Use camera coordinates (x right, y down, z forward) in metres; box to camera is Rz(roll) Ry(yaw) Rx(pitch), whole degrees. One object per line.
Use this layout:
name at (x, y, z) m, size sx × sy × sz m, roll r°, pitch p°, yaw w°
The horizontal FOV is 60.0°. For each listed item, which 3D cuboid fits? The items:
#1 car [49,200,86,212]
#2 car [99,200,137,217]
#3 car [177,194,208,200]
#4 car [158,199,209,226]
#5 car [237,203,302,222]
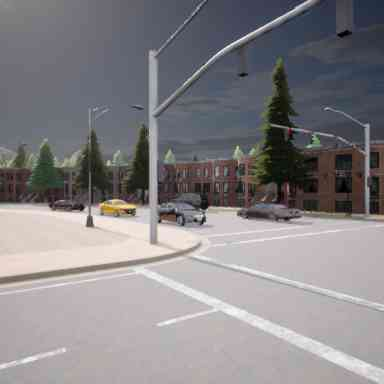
car at (-14.392, 1.601, 38.376) m, size 4.718 × 1.301 × 1.895 m, roll 0°, pitch 0°, yaw 36°
car at (-7.042, 1.478, 31.334) m, size 1.882 × 1.535 × 5.008 m, roll 0°, pitch 0°, yaw -40°
car at (-0.344, 1.221, 40.001) m, size 2.150 × 2.045 × 5.566 m, roll 0°, pitch 0°, yaw -42°
car at (-0.957, 1.492, 23.353) m, size 2.128 × 1.511 × 4.902 m, roll 0°, pitch 0°, yaw -36°
car at (5.949, 1.547, 26.172) m, size 2.033 × 1.411 × 5.357 m, roll 0°, pitch 0°, yaw -36°
